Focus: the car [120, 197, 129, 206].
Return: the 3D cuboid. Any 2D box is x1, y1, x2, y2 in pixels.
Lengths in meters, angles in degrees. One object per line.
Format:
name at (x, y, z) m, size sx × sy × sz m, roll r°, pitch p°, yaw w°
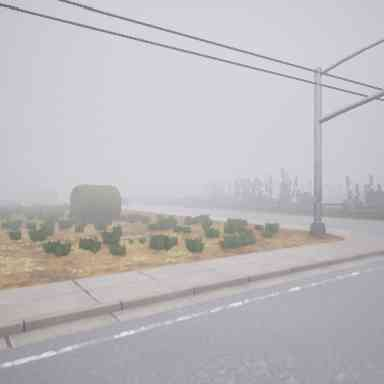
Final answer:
car at (-12.002, 1.526, 55.055) m, size 1.837 × 1.490 × 4.892 m, roll 0°, pitch 0°, yaw -33°
